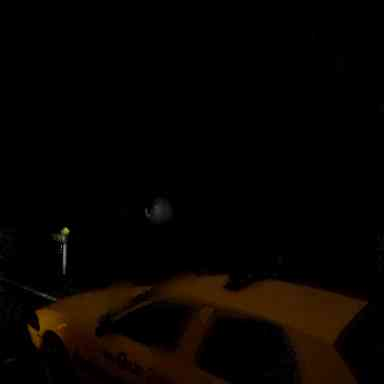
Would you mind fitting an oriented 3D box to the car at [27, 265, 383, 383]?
[{"bbox_3d":[0.268,1.493,3.275,5.366,1.575,1.801,0,-1,40],"label":"car"}]
